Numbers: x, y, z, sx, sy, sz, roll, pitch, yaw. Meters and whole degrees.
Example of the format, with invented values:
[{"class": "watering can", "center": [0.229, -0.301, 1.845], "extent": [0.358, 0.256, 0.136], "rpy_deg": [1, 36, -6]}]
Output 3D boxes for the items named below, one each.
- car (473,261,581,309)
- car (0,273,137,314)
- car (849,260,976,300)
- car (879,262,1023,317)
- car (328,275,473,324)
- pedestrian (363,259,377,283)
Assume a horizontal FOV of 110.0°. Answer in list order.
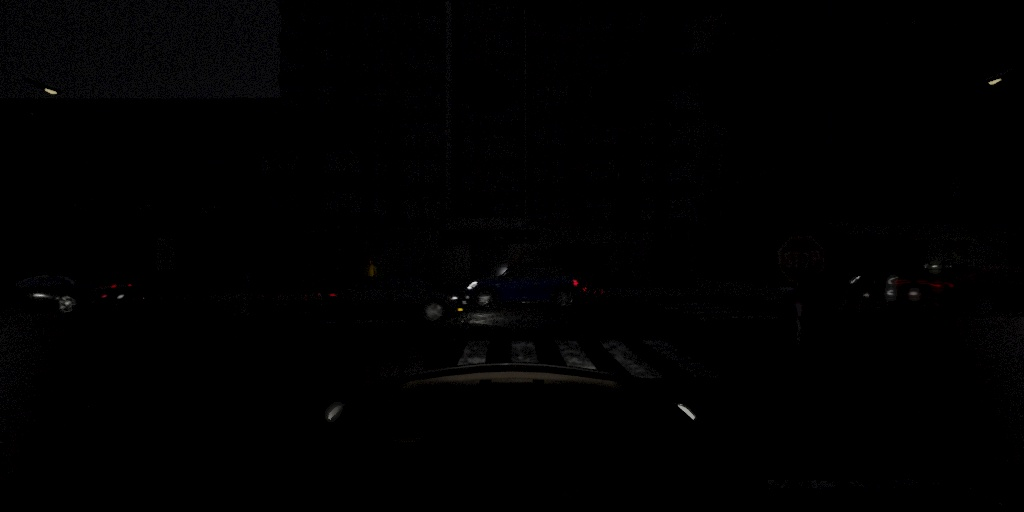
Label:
[{"class": "car", "center": [0.379, 1.116, 14.429], "extent": [4.553, 1.767, 2.097], "rpy_deg": [-1, -1, 0]}, {"class": "car", "center": [-18.162, 1.461, 14.436], "extent": [4.902, 1.511, 2.128], "rpy_deg": [-1, -1, 0]}, {"class": "car", "center": [16.466, 0.969, 14.421], "extent": [4.553, 1.767, 2.097], "rpy_deg": [-1, -1, 0]}, {"class": "car", "center": [15.330, 1.050, 11.468], "extent": [5.008, 1.535, 1.882], "rpy_deg": [0, -1, 0]}, {"class": "car", "center": [-3.530, 1.313, 11.479], "extent": [4.181, 1.385, 1.994], "rpy_deg": [0, -1, 0]}, {"class": "pedestrian", "center": [-6.876, 1.030, 17.347], "extent": [0.375, 1.860, 0.375], "rpy_deg": [0, 0, 0]}]
